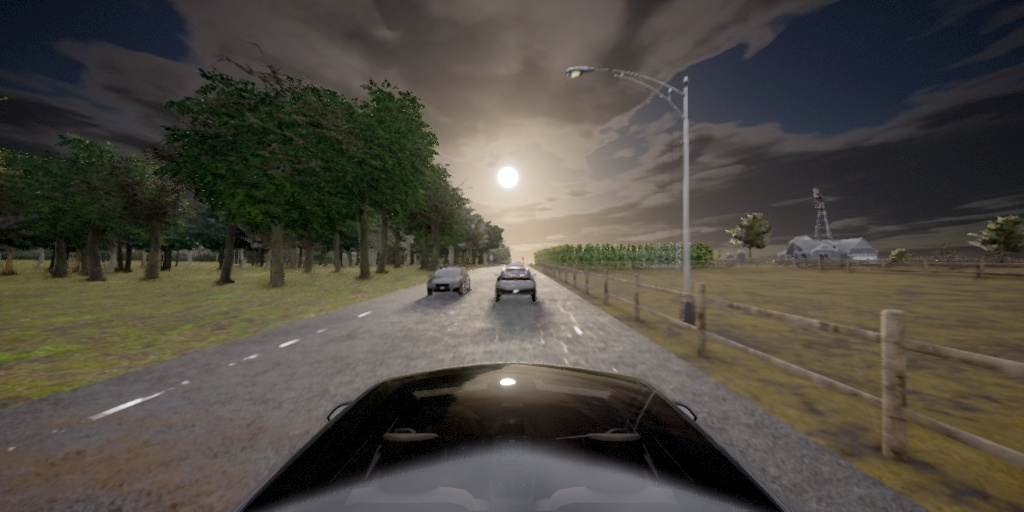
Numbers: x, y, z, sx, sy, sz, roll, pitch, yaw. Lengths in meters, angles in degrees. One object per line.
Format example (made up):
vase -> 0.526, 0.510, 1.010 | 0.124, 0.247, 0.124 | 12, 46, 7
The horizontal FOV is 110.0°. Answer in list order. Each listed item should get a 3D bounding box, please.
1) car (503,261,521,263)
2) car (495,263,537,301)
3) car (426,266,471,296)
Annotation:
car -> 0.324, 1.311, 37.822 | 1.882, 1.535, 5.008 | 0, 0, 0
car -> 0.176, 1.279, 17.474 | 2.128, 1.511, 4.902 | 0, 0, 1
car -> -3.397, 1.314, 19.896 | 1.837, 1.490, 4.892 | 0, 0, 0
